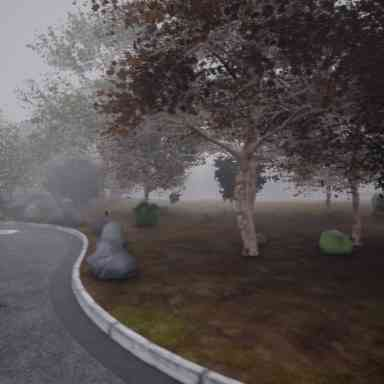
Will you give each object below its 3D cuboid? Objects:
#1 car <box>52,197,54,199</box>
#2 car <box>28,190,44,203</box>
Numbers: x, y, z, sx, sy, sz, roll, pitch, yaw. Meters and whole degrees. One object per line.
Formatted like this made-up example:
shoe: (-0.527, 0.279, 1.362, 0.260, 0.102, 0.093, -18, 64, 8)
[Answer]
car: (-23.614, 0.809, 57.919, 1.882, 1.535, 5.008, -1, 2, -27)
car: (-25.635, 0.664, 54.841, 2.150, 2.045, 5.566, 0, 2, -21)
